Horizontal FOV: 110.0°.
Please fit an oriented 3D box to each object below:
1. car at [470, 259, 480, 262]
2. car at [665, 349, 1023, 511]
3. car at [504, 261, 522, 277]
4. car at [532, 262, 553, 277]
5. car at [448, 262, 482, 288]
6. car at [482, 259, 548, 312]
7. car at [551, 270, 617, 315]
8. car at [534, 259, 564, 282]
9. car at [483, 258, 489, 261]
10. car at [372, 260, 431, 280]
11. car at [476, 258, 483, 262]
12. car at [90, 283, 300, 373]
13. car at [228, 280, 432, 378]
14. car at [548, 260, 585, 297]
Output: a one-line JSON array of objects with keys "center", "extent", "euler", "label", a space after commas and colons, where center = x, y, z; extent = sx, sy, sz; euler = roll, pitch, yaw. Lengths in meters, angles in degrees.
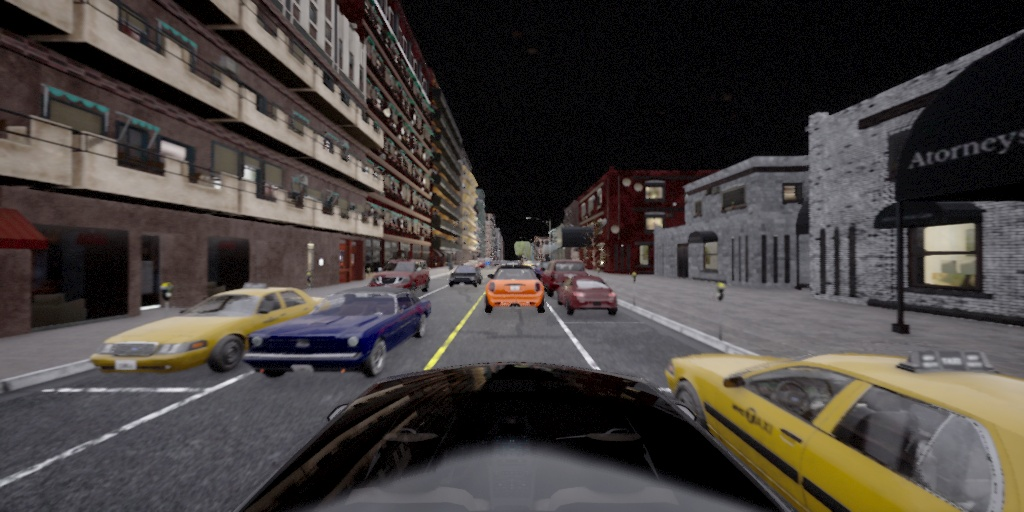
[{"center": [-5.693, 1.443, 46.635], "extent": [1.888, 1.381, 4.507], "euler": [0, 0, 0], "label": "car"}, {"center": [2.691, 1.277, 2.493], "extent": [1.751, 1.417, 4.829], "euler": [0, 0, 0], "label": "car"}, {"center": [0.077, 1.348, 39.440], "extent": [1.882, 1.535, 5.008], "euler": [0, 0, 0], "label": "car"}, {"center": [3.147, 1.391, 38.126], "extent": [1.812, 1.442, 4.674], "euler": [0, 0, 0], "label": "car"}, {"center": [-3.074, 1.367, 24.740], "extent": [2.033, 1.411, 5.357], "euler": [0, 0, 0], "label": "car"}, {"center": [0.099, 1.138, 14.459], "extent": [2.097, 1.767, 4.553], "euler": [0, 0, 0], "label": "car"}, {"center": [2.690, 1.365, 13.401], "extent": [1.802, 1.307, 4.207], "euler": [0, 0, 0], "label": "car"}, {"center": [3.111, 1.193, 31.096], "extent": [2.097, 1.767, 4.553], "euler": [0, 0, 0], "label": "car"}, {"center": [-5.694, 1.280, 63.252], "extent": [2.192, 1.841, 5.009], "euler": [0, 0, 0], "label": "car"}, {"center": [-5.691, 1.115, 18.939], "extent": [2.192, 1.841, 5.009], "euler": [0, 0, 0], "label": "car"}, {"center": [-5.693, 1.359, 52.173], "extent": [1.967, 1.591, 4.097], "euler": [0, 0, 0], "label": "car"}, {"center": [-5.691, 1.293, 7.690], "extent": [1.751, 1.417, 4.829], "euler": [0, 0, 0], "label": "car"}, {"center": [-3.098, 1.367, 7.519], "extent": [1.895, 1.301, 4.718], "euler": [0, 0, 0], "label": "car"}, {"center": [2.690, 1.115, 18.940], "extent": [2.192, 1.841, 5.009], "euler": [0, 0, 0], "label": "car"}]
